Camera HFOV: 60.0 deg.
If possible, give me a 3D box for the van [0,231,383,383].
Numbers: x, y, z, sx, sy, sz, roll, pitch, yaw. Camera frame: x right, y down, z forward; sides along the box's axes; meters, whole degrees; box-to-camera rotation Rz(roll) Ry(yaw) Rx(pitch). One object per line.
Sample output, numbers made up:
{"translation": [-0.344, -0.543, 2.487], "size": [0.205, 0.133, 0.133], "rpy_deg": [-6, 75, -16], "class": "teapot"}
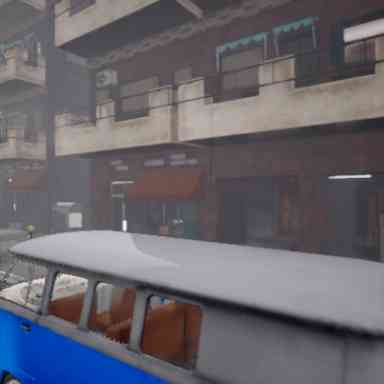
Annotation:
{"translation": [-0.211, 1.331, 2.887], "size": [3.998, 1.788, 1.690], "rpy_deg": [0, 0, 36], "class": "van"}
